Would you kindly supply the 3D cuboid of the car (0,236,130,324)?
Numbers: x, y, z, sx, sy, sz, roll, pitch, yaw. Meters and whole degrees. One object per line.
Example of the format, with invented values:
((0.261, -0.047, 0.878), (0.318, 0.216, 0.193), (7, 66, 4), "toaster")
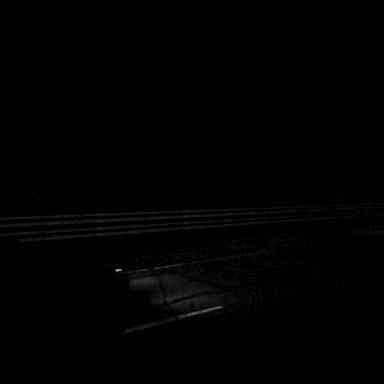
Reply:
((-3.386, 1.486, 5.690), (4.674, 1.442, 1.812), (0, 0, -35), "car")
